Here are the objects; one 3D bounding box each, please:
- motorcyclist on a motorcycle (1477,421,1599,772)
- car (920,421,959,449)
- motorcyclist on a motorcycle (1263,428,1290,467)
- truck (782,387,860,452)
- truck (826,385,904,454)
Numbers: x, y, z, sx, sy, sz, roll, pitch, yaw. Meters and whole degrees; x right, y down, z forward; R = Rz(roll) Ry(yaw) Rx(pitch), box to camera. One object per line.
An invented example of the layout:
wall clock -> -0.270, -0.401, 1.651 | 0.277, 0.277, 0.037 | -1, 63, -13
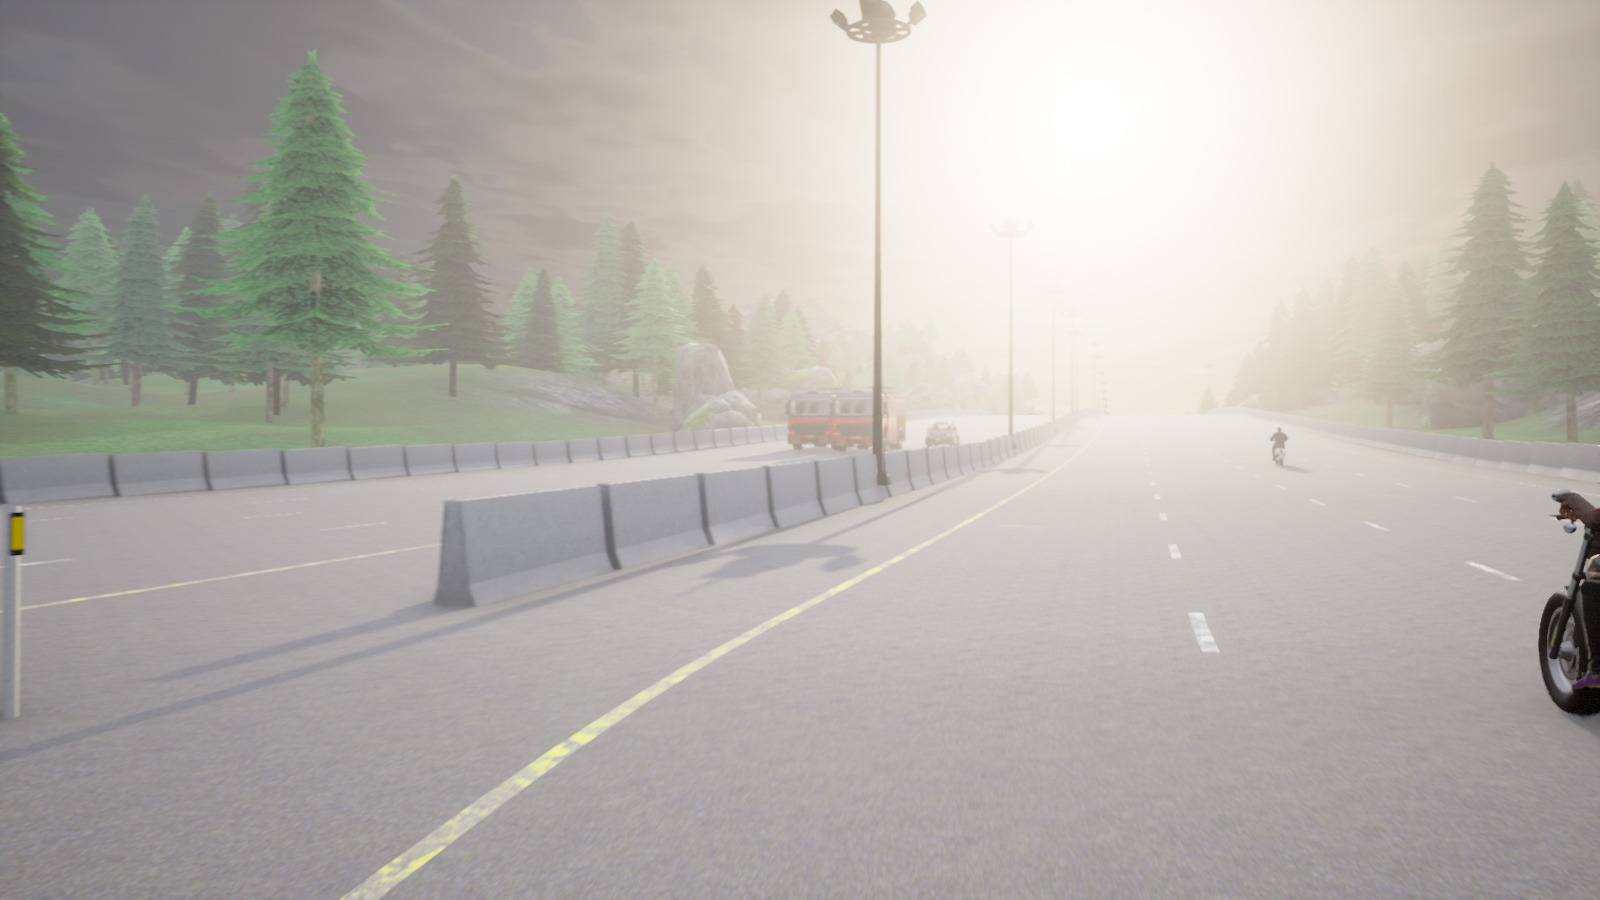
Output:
motorcyclist on a motorcycle -> 4.210, 0.693, 6.237 | 0.766, 1.649, 2.350 | 1, 0, 10
car -> 8.767, -0.971, 78.838 | 1.851, 1.617, 3.988 | 0, 2, 15
motorcyclist on a motorcycle -> 19.867, -0.122, 52.400 | 0.866, 1.590, 1.817 | 0, 2, 15
truck -> 1.405, -1.960, 78.376 | 2.891, 3.827, 8.468 | 0, 2, 15
truck -> 3.971, -1.834, 74.390 | 2.891, 3.827, 8.468 | 0, 2, 15
